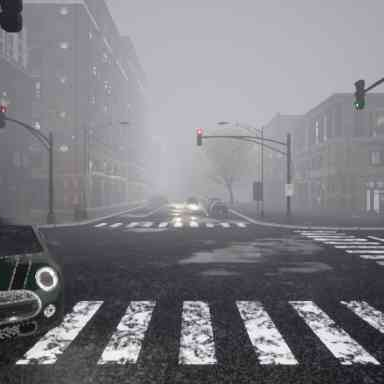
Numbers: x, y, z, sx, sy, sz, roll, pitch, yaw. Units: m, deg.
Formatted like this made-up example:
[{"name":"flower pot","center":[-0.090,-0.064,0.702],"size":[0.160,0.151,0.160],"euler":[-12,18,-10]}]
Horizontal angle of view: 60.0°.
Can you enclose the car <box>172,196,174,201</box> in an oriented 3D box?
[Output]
[{"name":"car","center":[-5.614,1.663,73.513],"size":[2.008,1.369,4.403],"euler":[0,0,0]}]

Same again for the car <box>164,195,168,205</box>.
[{"name":"car","center":[-5.632,1.652,56.423],"size":[1.802,1.307,4.206],"euler":[0,0,0]}]

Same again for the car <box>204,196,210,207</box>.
[{"name":"car","center":[2.731,1.479,39.323],"size":[1.967,1.590,4.097],"euler":[0,0,0]}]

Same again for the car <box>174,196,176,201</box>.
[{"name":"car","center":[-5.597,1.687,90.434],"size":[1.752,1.417,4.829],"euler":[0,0,0]}]

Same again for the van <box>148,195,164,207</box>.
[{"name":"van","center":[-5.638,1.399,50.726],"size":[1.690,1.788,3.998],"euler":[0,0,0]}]

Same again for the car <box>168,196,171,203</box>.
[{"name":"car","center":[-5.626,1.398,62.120],"size":[2.192,1.841,5.009],"euler":[0,0,0]}]

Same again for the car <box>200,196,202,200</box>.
[{"name":"car","center":[2.755,1.634,62.109],"size":[2.008,1.369,4.403],"euler":[0,0,0]}]

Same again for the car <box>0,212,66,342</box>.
[{"name":"car","center":[-3.782,1.353,6.484],"size":[2.097,1.767,4.553],"euler":[-1,0,-26]}]

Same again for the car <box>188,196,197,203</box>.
[{"name":"car","center":[0.075,1.541,70.818],"size":[1.812,1.442,4.674],"euler":[0,0,0]}]

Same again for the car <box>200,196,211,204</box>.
[{"name":"car","center":[2.760,1.537,67.806],"size":[1.967,1.590,4.097],"euler":[0,0,0]}]

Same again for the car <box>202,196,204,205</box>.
[{"name":"car","center":[2.737,1.488,45.019],"size":[1.967,1.590,4.097],"euler":[0,0,0]}]

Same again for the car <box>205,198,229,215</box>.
[{"name":"car","center":[2.725,1.580,33.625],"size":[2.008,1.369,4.403],"euler":[0,0,0]}]

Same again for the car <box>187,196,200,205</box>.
[{"name":"car","center":[0.065,1.556,60.401],"size":[1.882,1.535,5.008],"euler":[0,0,0]}]
